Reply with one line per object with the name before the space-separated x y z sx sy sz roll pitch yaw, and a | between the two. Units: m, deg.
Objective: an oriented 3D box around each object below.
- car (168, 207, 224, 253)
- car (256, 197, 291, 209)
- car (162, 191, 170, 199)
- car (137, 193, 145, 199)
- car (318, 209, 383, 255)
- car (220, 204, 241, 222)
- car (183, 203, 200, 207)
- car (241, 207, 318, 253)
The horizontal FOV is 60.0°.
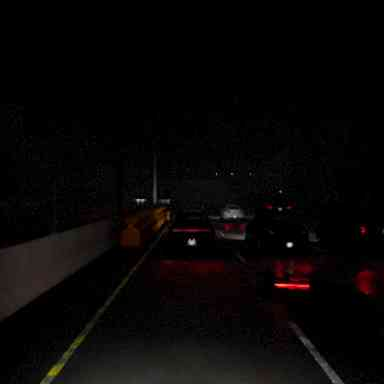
car | 0.000 1.624 14.315 2.128 1.511 4.902 0 0 0
car | 6.994 1.482 29.054 2.150 2.045 5.566 0 0 0
car | -6.951 0.820 91.263 2.150 2.045 5.566 0 5 0
car | -13.951 1.131 91.357 2.033 1.411 5.357 0 5 0
car | 6.999 1.480 14.111 2.097 1.767 4.553 0 -1 0
car | 3.498 1.794 29.402 1.812 1.442 4.674 0 0 0
car | -0.002 1.747 29.502 1.882 1.535 5.008 0 0 0
car | 3.500 1.639 14.326 1.837 1.490 4.892 0 0 0
